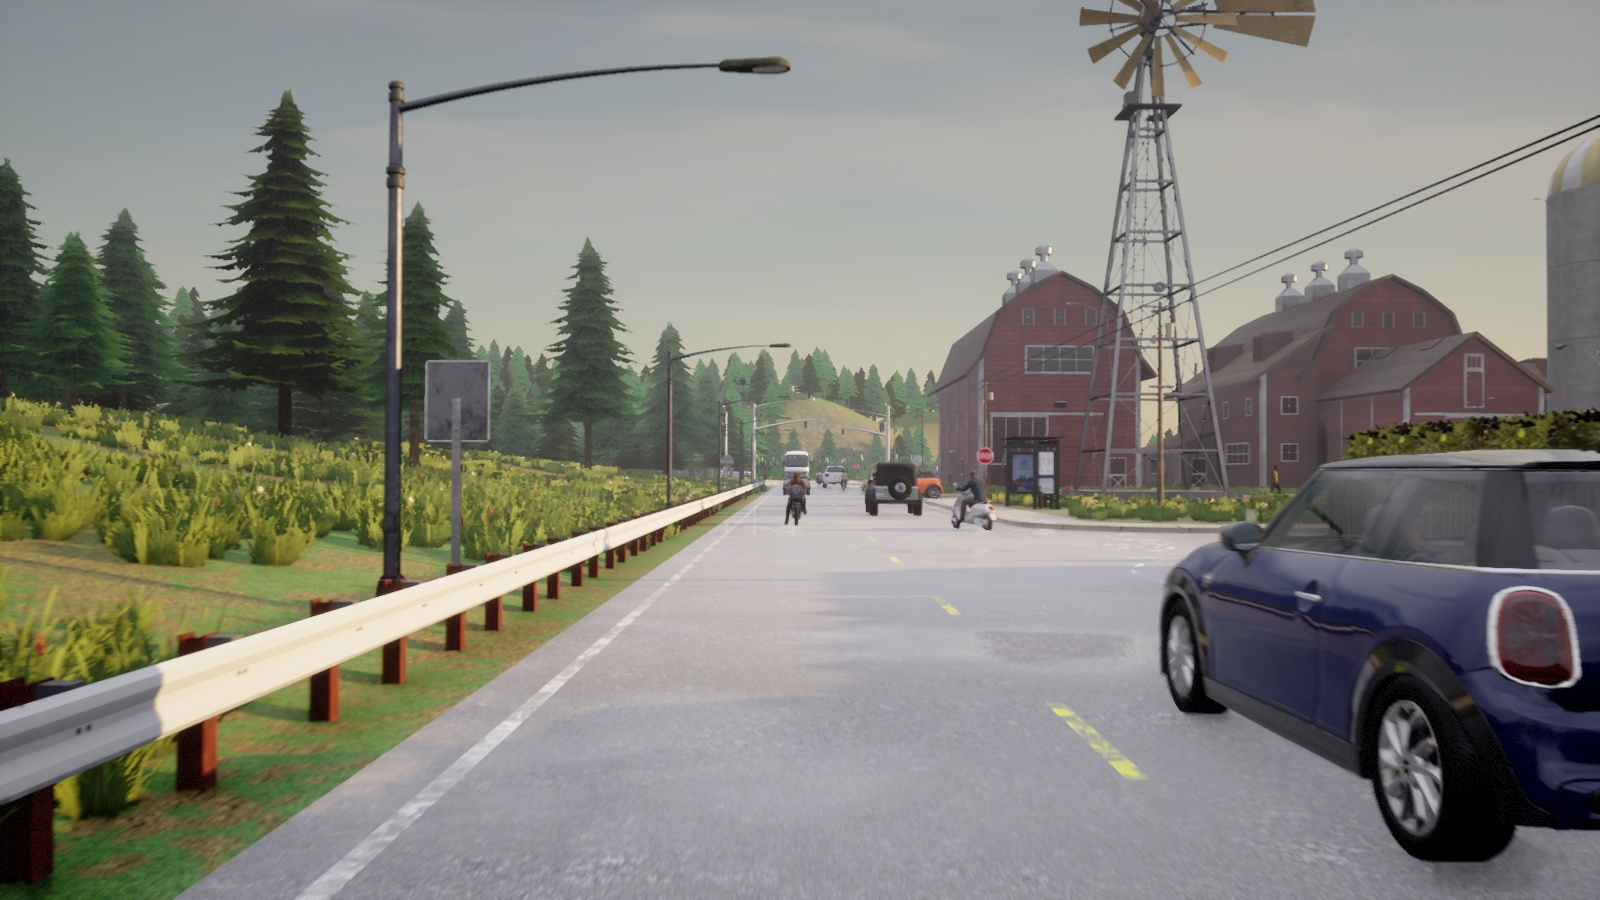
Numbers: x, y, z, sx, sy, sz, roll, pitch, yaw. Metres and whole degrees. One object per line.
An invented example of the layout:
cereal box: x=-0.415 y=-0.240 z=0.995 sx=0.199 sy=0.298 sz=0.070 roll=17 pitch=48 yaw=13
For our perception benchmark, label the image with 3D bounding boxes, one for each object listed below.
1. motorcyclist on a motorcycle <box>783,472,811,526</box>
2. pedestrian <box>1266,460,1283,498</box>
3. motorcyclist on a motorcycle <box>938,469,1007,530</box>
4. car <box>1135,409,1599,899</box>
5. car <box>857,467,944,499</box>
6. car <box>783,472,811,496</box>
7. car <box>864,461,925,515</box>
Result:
motorcyclist on a motorcycle: x=-0.088 y=1.407 z=36.443 sx=0.797 sy=1.523 sz=2.044 roll=0 pitch=-1 yaw=0
pedestrian: x=23.300 y=1.408 z=61.626 sx=0.709 sy=1.840 sz=0.431 roll=0 pitch=-1 yaw=14
motorcyclist on a motorcycle: x=4.599 y=1.312 z=33.606 sx=0.866 sy=1.590 sz=1.817 roll=2 pitch=-2 yaw=-31
car: x=3.483 y=0.773 z=6.792 sx=2.097 sy=1.767 sz=4.553 roll=0 pitch=-1 yaw=0
car: x=5.712 y=1.848 z=71.577 sx=4.553 sy=1.767 sz=2.097 roll=0 pitch=-1 yaw=-12
car: x=-0.199 y=2.203 z=82.055 sx=1.816 sy=1.474 sz=4.193 roll=0 pitch=-1 yaw=0
car: x=3.389 y=1.360 z=45.598 sx=1.905 sy=1.878 sz=3.866 roll=0 pitch=-1 yaw=0
